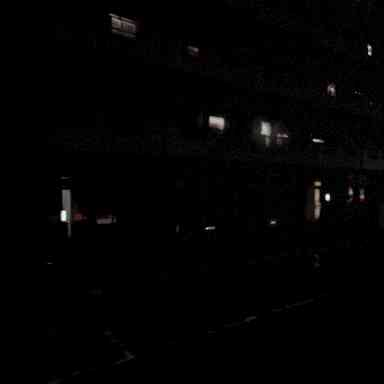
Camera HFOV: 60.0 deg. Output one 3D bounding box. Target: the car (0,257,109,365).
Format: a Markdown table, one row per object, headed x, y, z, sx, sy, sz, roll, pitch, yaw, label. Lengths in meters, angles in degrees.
| x | y | z | sx | sy | sz | roll | pitch | yaw | label |
| --- | --- | --- | --- | --- | --- | --- | --- | --- | --- |
| -3.201 | 1.583 | 4.276 | 4.206 | 1.307 | 1.802 | 0 | 0 | -35 | car |
